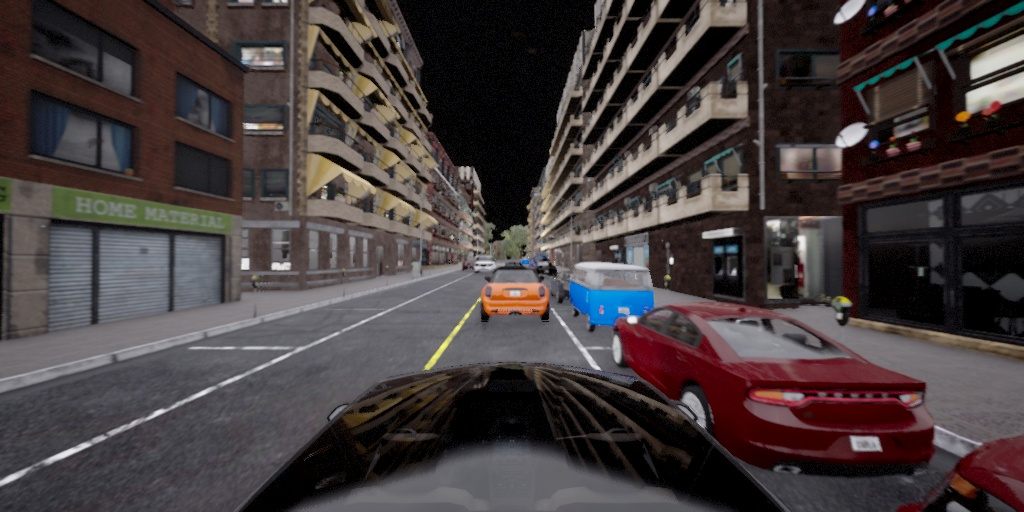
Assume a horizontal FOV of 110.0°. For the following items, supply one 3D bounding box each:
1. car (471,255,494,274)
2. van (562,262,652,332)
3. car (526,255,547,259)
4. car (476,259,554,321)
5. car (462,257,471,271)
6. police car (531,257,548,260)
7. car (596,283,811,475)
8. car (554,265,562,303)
[{"bbox_3d":[-3.087,0.952,41.385,2.150,2.045,5.566,0,0,0],"label":"car"},{"bbox_3d":[2.692,1.086,10.534,1.690,1.789,3.998,0,0,0],"label":"van"},{"bbox_3d":[3.113,0.958,41.591,2.150,2.045,5.566,0,0,0],"label":"car"},{"bbox_3d":[0.088,1.097,12.548,2.097,1.767,4.553,0,0,0],"label":"car"},{"bbox_3d":[-5.681,1.041,49.574,2.192,1.841,5.009,0,0,0],"label":"car"},{"bbox_3d":[3.139,1.158,34.670,1.930,1.638,5.238,0,0,0],"label":"police car"},{"bbox_3d":[2.691,1.293,4.963,1.888,1.381,4.507,0,0,0],"label":"car"},{"bbox_3d":[2.693,1.293,16.105,2.007,1.370,4.403,0,0,0],"label":"car"}]
